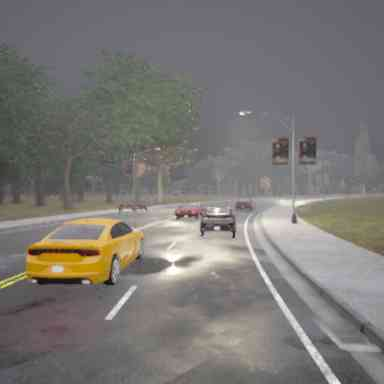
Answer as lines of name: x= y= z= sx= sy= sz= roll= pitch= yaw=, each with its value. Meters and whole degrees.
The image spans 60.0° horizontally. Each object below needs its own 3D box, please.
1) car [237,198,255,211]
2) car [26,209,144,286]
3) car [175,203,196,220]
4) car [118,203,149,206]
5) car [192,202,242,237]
car: x=6.527 y=1.475 z=40.411 sx=1.882 sy=1.535 sz=5.008 roll=0 pitch=0 yaw=17
car: x=-2.688 y=1.490 z=9.520 sx=1.882 sy=1.535 sz=5.008 roll=0 pitch=0 yaw=4
car: x=-0.008 y=1.628 z=28.445 sx=1.895 sy=1.301 sz=4.718 roll=0 pitch=0 yaw=12
car: x=-5.756 y=1.300 z=33.358 sx=1.895 sy=1.301 sz=4.718 roll=0 pitch=0 yaw=13
car: x=1.524 y=1.511 z=18.329 sx=2.128 sy=1.511 sz=4.902 roll=0 pitch=0 yaw=8
